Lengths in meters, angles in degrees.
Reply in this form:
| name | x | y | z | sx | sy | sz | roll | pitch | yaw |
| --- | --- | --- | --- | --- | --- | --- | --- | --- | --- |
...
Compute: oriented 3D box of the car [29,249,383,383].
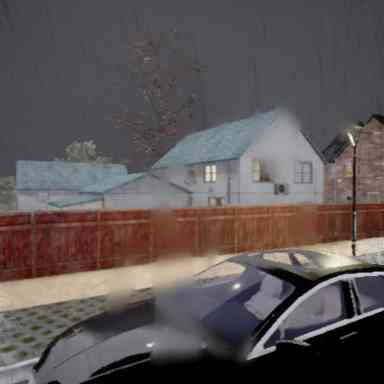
| name | x | y | z | sx | sy | sz | roll | pitch | yaw |
| --- | --- | --- | --- | --- | --- | --- | --- | --- | --- |
| car | 0.929 | 1.465 | 3.595 | 4.902 | 1.511 | 2.128 | 0 | 0 | -29 |
